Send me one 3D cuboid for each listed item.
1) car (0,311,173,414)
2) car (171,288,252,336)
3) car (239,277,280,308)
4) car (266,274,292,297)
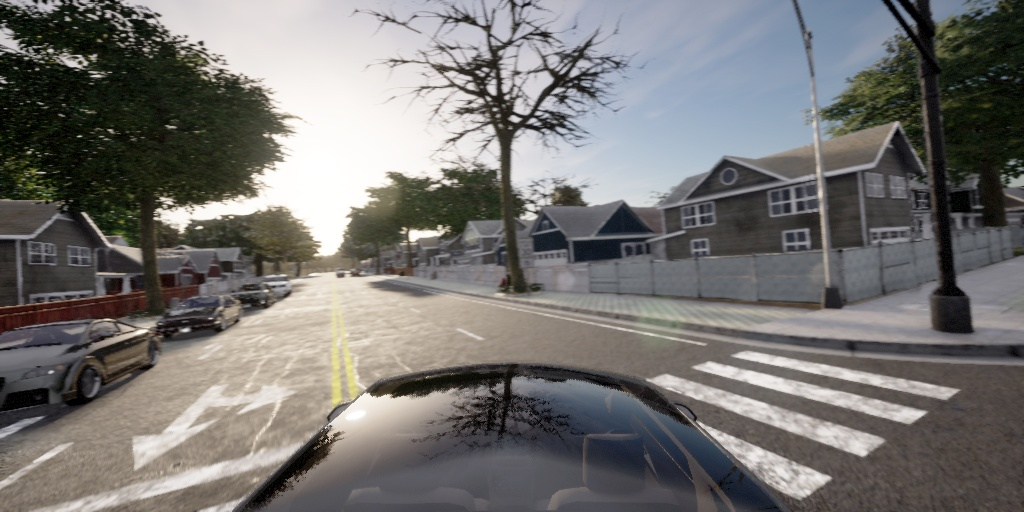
[{"bbox_3d":[-8.875,2.001,7.001,1.994,1.385,4.181,-4,-1,-27],"label":"car"},{"bbox_3d":[-13.024,2.408,15.323,2.033,1.411,5.357,-4,-1,-27],"label":"car"},{"bbox_3d":[-17.484,2.602,24.271,2.097,1.767,4.553,-4,0,-26],"label":"car"},{"bbox_3d":[-22.130,2.816,33.655,2.150,2.045,5.566,-4,0,-26],"label":"car"}]
